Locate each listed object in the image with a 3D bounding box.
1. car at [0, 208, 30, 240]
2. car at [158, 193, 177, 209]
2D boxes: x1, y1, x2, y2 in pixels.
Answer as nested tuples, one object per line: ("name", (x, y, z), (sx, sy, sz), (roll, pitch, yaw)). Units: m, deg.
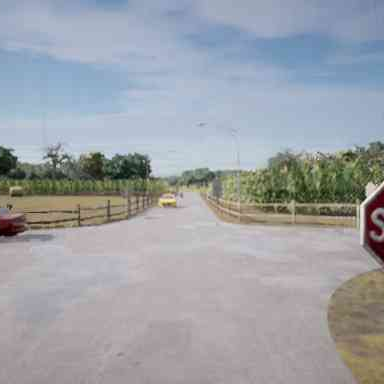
("car", (-9.982, 1.397, 14.751), (5.008, 1.535, 1.882), (-1, 5, -9))
("car", (-2.653, 1.012, 37.325), (1.882, 1.535, 5.008), (0, 1, 0))
